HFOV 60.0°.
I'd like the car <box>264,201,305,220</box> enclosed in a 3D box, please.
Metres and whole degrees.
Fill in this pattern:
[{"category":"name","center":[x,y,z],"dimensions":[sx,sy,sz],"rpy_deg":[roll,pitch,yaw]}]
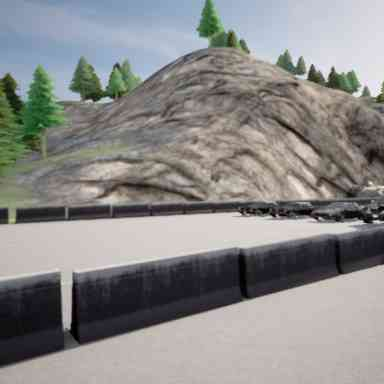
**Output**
[{"category":"car","center":[8.421,1.498,27.115],"dimensions":[4.718,1.301,1.895],"rpy_deg":[0,0,-35]}]

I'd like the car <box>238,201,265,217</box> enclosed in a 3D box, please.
[{"category":"car","center":[6.369,1.491,29.949],"dimensions":[4.718,1.301,1.895],"rpy_deg":[0,0,-35]}]

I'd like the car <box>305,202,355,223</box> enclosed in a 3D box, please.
[{"category":"car","center":[11.109,1.450,24.729],"dimensions":[5.357,1.411,2.033],"rpy_deg":[0,0,-35]}]

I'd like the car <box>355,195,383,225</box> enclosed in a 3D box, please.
[{"category":"car","center":[13.600,1.131,22.203],"dimensions":[5.566,2.045,2.150],"rpy_deg":[0,0,-35]}]
